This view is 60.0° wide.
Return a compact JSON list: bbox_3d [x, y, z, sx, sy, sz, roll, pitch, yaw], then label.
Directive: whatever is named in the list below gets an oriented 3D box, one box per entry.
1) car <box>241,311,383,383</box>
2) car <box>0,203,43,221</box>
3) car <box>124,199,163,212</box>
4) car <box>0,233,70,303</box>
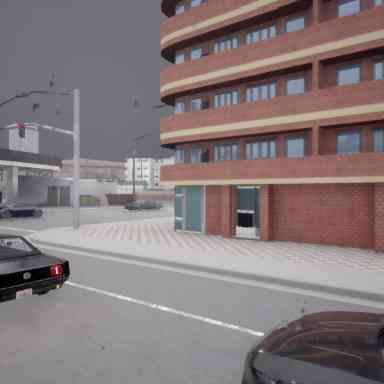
[{"bbox_3d":[2.669,1.514,2.091,4.892,1.490,1.837,0,0,35],"label":"car"},{"bbox_3d":[-14.527,1.564,27.331,1.994,1.385,4.181,0,0,34],"label":"car"},{"bbox_3d":[-5.749,1.580,40.148,2.033,1.411,5.357,0,0,35],"label":"car"},{"bbox_3d":[-4.912,1.601,7.482,4.718,1.301,1.895,0,0,36],"label":"car"}]
